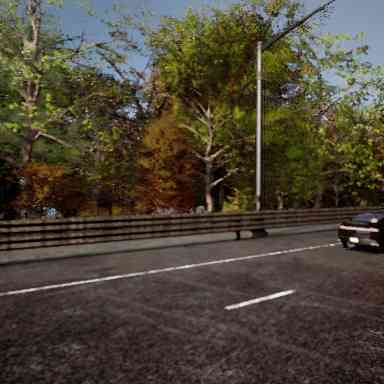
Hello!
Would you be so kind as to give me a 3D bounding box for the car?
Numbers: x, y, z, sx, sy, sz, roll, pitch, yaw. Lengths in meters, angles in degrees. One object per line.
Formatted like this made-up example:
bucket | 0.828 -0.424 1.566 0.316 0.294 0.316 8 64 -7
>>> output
car | 8.048 1.605 13.894 4.902 1.511 2.128 1 0 -36
